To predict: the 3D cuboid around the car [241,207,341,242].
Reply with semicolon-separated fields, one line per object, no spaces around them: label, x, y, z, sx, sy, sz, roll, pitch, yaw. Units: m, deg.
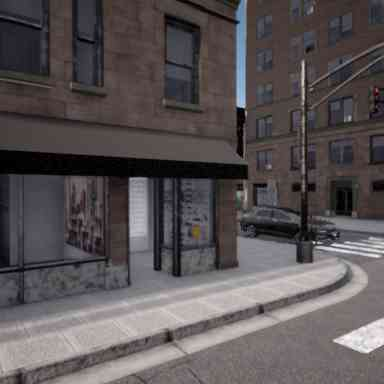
car;4.417;1.492;15.555;1.837;1.490;4.892;0;0;-36
